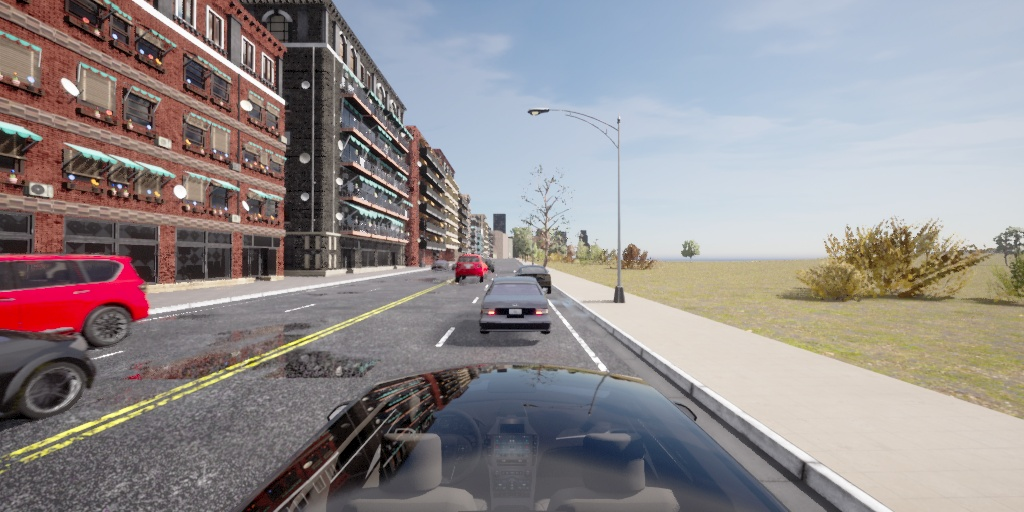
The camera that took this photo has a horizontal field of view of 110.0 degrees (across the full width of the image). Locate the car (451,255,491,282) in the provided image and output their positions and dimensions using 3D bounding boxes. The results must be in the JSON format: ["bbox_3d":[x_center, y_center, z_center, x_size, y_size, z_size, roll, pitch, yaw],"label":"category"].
[{"bbox_3d":[-3.181,0.962,28.790,2.150,2.045,5.566,0,-1,0],"label":"car"}]

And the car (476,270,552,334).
[{"bbox_3d":[0.092,1.298,10.575,2.033,1.411,5.357,0,0,0],"label":"car"}]

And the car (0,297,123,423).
[{"bbox_3d":[-6.602,1.314,3.046,1.994,1.385,4.181,0,0,0],"label":"car"}]

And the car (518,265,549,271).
[{"bbox_3d":[1.116,1.228,20.339,1.882,1.535,5.008,0,0,0],"label":"car"}]

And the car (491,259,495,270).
[{"bbox_3d":[-3.195,1.100,44.829,2.097,1.767,4.553,0,0,0],"label":"car"}]

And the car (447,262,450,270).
[{"bbox_3d":[-6.648,1.238,46.560,2.128,1.511,4.902,0,0,0],"label":"car"}]

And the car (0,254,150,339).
[{"bbox_3d":[-9.857,0.972,6.330,2.150,2.045,5.566,0,0,0],"label":"car"}]

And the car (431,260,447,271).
[{"bbox_3d":[-9.903,1.294,49.935,2.033,1.411,5.357,0,0,0],"label":"car"}]
